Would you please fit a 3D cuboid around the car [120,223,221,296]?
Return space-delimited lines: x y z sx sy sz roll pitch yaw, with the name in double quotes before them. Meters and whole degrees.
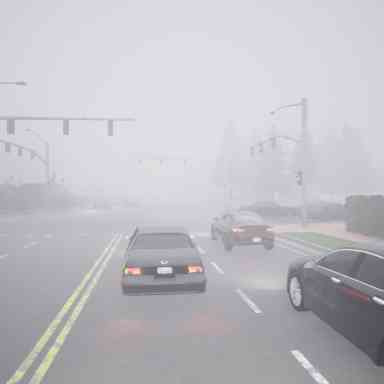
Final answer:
"car" -0.830 1.547 8.858 2.033 1.411 5.357 0 0 -7

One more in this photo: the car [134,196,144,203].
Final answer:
"car" -10.995 1.524 69.584 1.812 1.442 4.674 0 0 -6

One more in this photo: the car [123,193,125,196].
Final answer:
"car" -13.911 1.222 63.625 2.150 2.045 5.566 0 0 -6

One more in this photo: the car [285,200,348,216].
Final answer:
"car" 12.086 1.547 32.464 5.357 1.411 2.033 0 0 -5

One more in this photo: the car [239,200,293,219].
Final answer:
"car" 6.467 1.477 28.283 5.008 1.535 1.882 0 0 -5

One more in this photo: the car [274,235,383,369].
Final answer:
"car" 2.985 1.505 4.923 1.837 1.490 4.892 0 0 -5

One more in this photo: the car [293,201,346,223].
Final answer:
"car" 10.844 1.548 25.135 5.357 1.411 2.033 0 0 -5

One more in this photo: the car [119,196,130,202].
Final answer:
"car" -15.007 1.540 74.110 2.033 1.411 5.357 0 0 -6

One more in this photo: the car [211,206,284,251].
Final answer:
"car" 2.016 1.526 14.118 1.812 1.442 4.674 0 0 -7

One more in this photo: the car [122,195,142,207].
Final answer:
"car" -8.994 1.526 50.262 1.812 1.442 4.674 0 0 -6

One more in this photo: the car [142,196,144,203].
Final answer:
"car" -9.966 1.478 59.437 1.882 1.535 5.008 0 0 -6

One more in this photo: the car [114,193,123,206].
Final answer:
"car" -12.917 1.352 54.031 2.097 1.767 4.553 0 0 -6

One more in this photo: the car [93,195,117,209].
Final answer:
"car" -12.014 1.491 44.872 2.128 1.511 4.902 0 0 -4

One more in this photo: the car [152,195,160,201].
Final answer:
"car" -9.406 1.553 87.371 1.994 1.385 4.181 0 0 -6
